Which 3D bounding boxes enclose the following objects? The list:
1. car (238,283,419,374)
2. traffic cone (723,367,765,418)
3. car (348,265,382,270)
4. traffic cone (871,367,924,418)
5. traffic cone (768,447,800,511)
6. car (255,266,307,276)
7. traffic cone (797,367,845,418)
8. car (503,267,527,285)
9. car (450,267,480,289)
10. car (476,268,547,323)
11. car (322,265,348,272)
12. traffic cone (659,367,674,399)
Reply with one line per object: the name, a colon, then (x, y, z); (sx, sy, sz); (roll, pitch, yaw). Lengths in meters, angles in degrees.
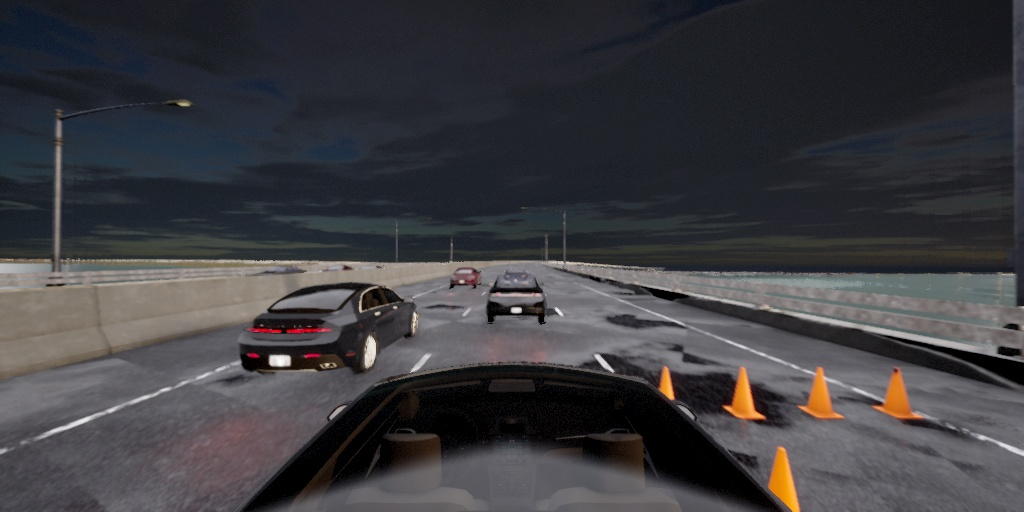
car: (-3.385, 1.314, 7.668); (1.837, 1.490, 4.892); (0, -1, 0)
traffic cone: (2.999, 1.742, 4.656); (0.340, 0.580, 0.340); (0, 0, 0)
car: (-13.847, 1.613, 35.093); (1.812, 1.442, 4.674); (0, -1, 1)
traffic cone: (4.999, 1.745, 4.656); (0.340, 0.580, 0.340); (0, 0, 0)
traffic cone: (2.001, 1.719, 2.655); (0.340, 0.580, 0.340); (0, 0, 0)
car: (-20.881, 1.600, 32.747); (2.033, 1.411, 5.357); (0, -1, 1)
traffic cone: (3.999, 1.743, 4.656); (0.340, 0.580, 0.340); (0, 0, 0)
car: (0.293, 1.662, 30.806); (1.895, 1.301, 4.718); (0, -1, 1)
car: (-3.261, 1.528, 25.722); (1.812, 1.442, 4.674); (0, -1, 1)
car: (0.137, 1.360, 12.634); (2.128, 1.511, 4.902); (0, -1, 0)
car: (-17.334, 1.617, 35.999); (1.812, 1.442, 4.674); (0, -1, 1)
traffic cone: (2.000, 1.740, 4.655); (0.340, 0.580, 0.340); (0, 0, 0)
